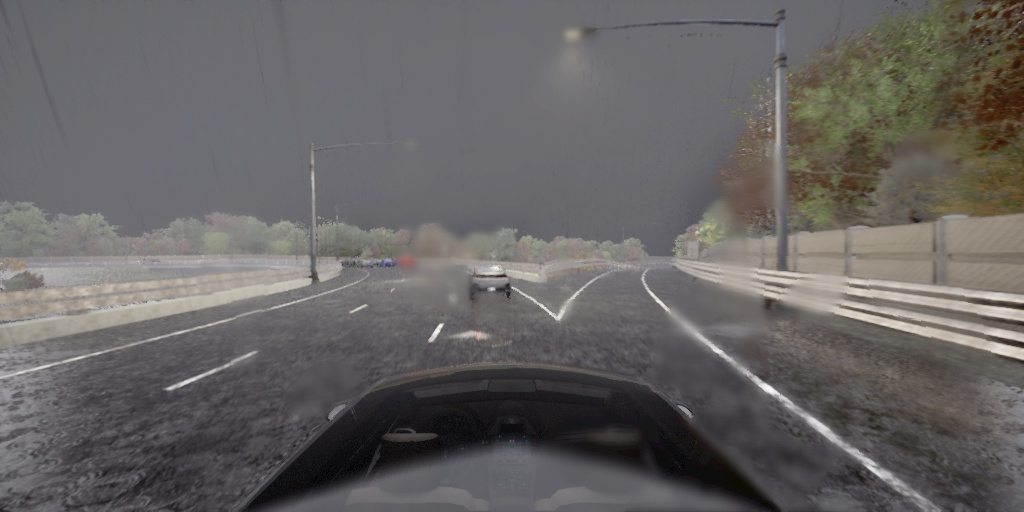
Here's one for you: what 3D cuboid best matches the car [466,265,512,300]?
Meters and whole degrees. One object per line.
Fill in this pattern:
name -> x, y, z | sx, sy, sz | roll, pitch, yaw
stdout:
car -> -1.182, 1.186, 17.536 | 2.128, 1.511, 4.902 | -1, 0, -8
